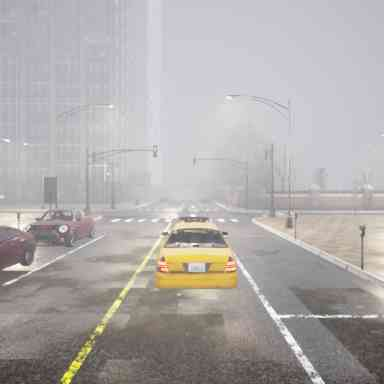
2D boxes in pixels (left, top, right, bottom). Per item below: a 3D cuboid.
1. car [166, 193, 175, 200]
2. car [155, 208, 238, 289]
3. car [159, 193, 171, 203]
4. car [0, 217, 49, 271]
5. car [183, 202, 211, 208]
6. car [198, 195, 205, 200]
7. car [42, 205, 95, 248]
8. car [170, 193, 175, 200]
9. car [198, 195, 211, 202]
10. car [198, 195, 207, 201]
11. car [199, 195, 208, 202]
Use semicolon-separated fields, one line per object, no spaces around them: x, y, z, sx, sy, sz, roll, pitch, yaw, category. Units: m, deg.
-5.933;1.181;91.337;2.192;1.841;5.009;0;0;0;car
0.089;1.454;9.081;1.801;1.575;5.366;0;0;0;car
-5.911;1.485;69.095;1.947;1.339;4.313;0;0;0;car
-5.700;1.579;8.879;1.802;1.307;4.206;0;0;0;car
0.095;1.535;19.344;2.033;1.411;5.357;0;0;0;car
2.592;1.411;91.402;1.887;1.381;4.507;0;0;0;car
-5.706;1.433;14.572;1.967;1.590;4.097;0;0;0;car
-5.928;1.323;85.779;1.967;1.590;4.097;0;0;0;car
2.682;1.492;63.605;1.947;1.339;4.313;0;0;0;car
2.603;1.448;80.280;2.008;1.369;4.403;0;0;0;car
2.609;1.454;74.720;1.887;1.381;4.507;0;0;0;car
